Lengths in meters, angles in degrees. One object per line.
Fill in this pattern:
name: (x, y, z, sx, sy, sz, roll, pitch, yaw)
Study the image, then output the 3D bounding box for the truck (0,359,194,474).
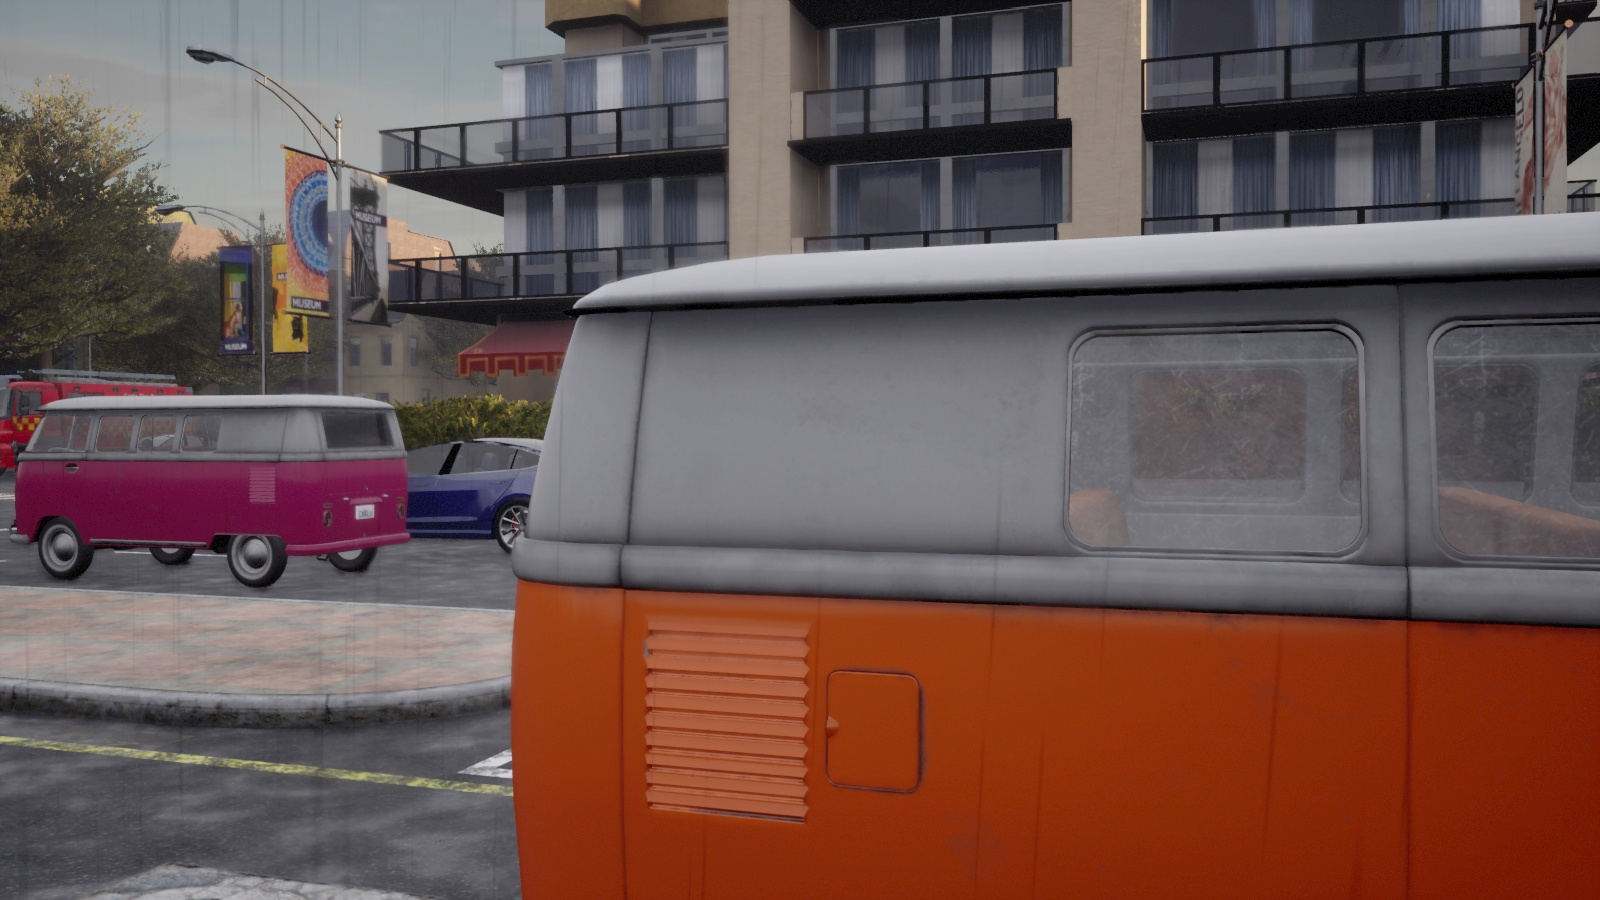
truck: (-26.770, -1.180, 46.298, 2.891, 3.827, 8.468, 1, 1, 18)

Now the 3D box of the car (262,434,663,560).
car: (-4.484, 0.540, 16.834, 4.792, 1.488, 2.163, 1, 1, 19)

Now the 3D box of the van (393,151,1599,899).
van: (1.570, 0.543, 2.661, 4.442, 1.987, 1.775, 1, 1, 19)

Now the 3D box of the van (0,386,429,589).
van: (-6.511, 0.334, 13.820, 4.442, 1.987, 1.775, 1, 1, 19)
